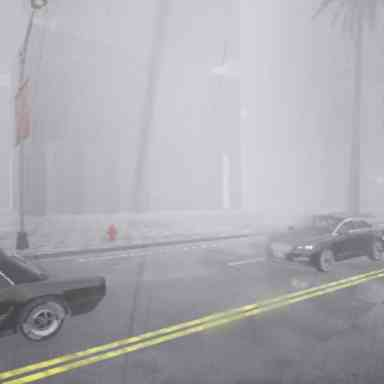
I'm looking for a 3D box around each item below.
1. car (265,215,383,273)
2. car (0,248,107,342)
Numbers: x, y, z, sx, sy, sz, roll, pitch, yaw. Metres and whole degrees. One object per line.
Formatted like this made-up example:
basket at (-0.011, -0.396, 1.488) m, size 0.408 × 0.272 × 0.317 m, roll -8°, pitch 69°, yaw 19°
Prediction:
car at (4.473, 1.517, 10.868) m, size 4.902 × 1.511 × 2.128 m, roll 0°, pitch 0°, yaw -35°
car at (-3.841, 1.601, 4.940) m, size 4.718 × 1.301 × 1.895 m, roll 0°, pitch 0°, yaw -36°
